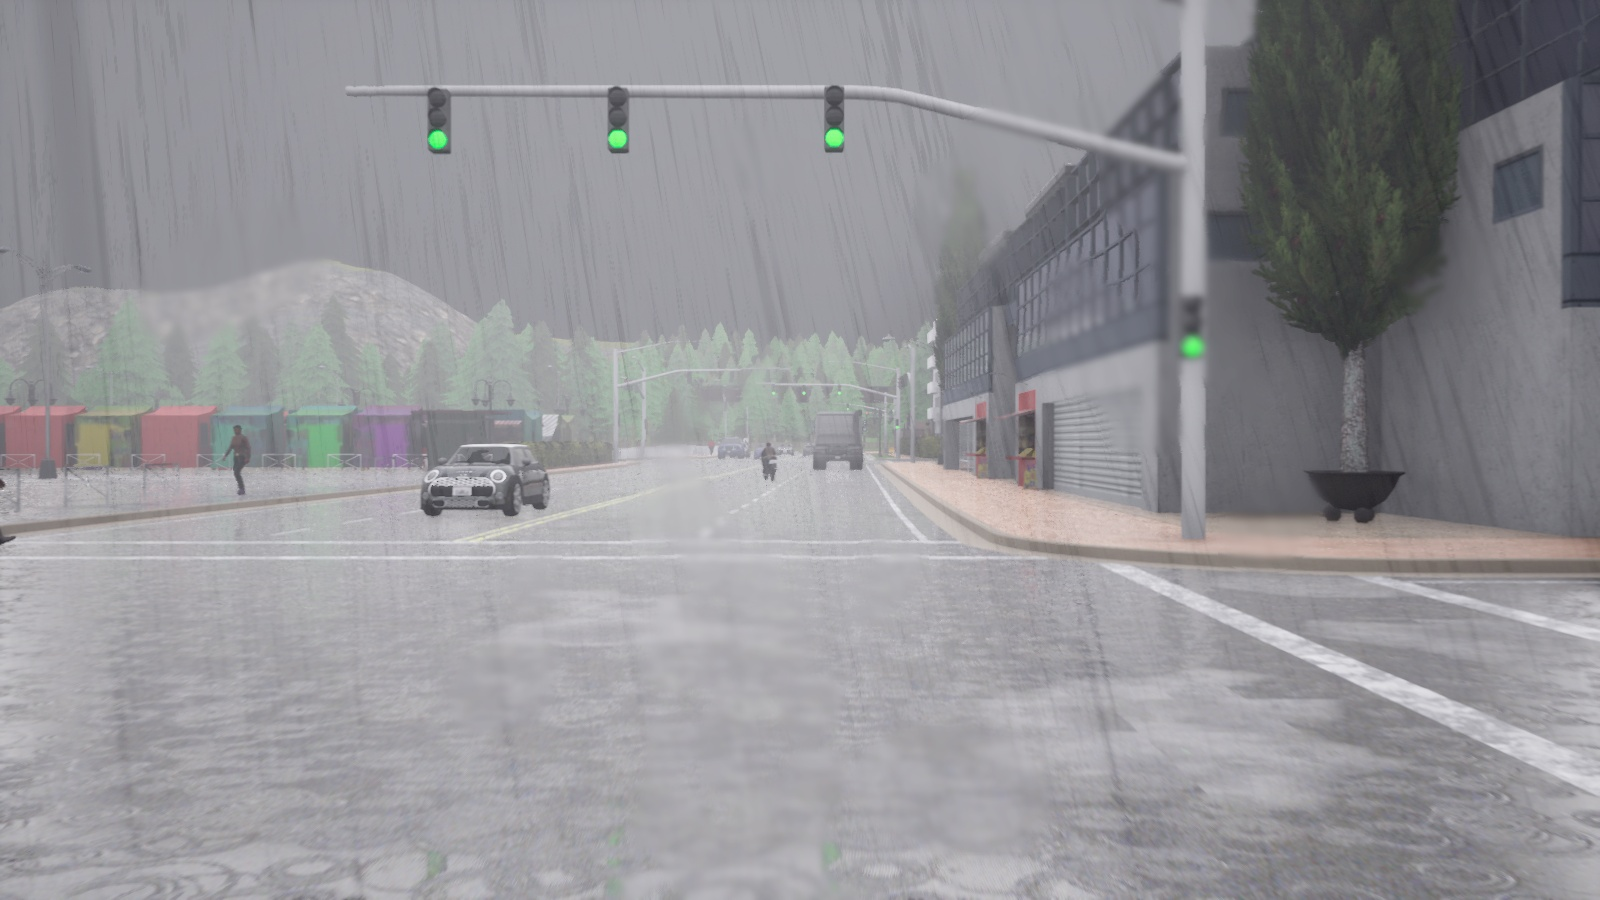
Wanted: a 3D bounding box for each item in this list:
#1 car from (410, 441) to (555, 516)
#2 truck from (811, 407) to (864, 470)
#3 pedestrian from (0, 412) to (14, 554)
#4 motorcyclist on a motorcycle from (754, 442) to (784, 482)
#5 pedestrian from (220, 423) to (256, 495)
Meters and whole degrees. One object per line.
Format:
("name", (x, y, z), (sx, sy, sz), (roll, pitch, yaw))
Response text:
("car", (-6.637, 0.556, 26.667), (1.970, 1.475, 3.806), (0, 0, 2))
("truck", (2.223, -0.643, 72.492), (2.891, 3.462, 7.936), (0, 0, 2))
("pedestrian", (-11.048, 0.434, 16.689), (0.849, 1.883, 0.563), (0, 0, -5))
("motorcyclist on a motorcycle", (-1.241, 0.449, 49.313), (0.797, 1.523, 2.044), (0, 0, -12))
("pedestrian", (-14.255, 0.214, 31.858), (0.328, 1.805, 0.869), (0, 0, 17))
